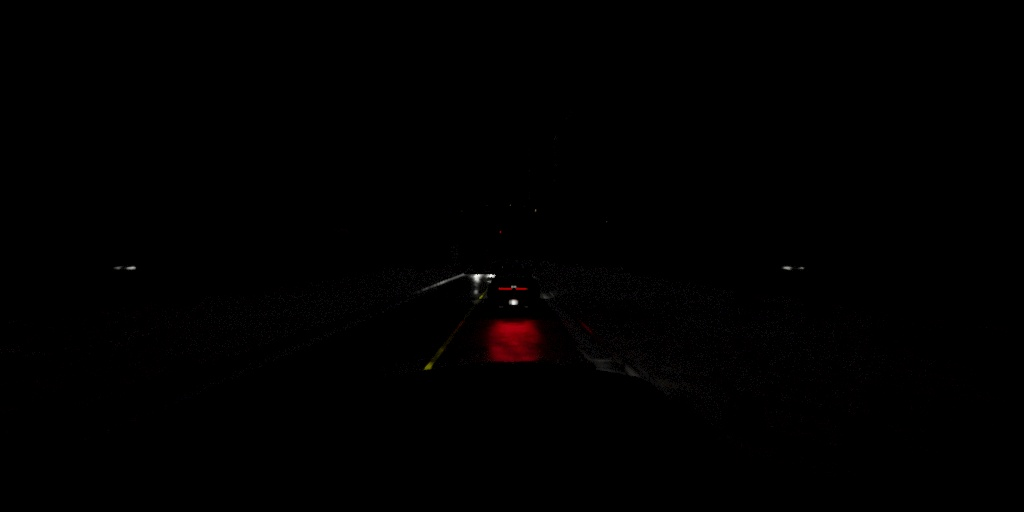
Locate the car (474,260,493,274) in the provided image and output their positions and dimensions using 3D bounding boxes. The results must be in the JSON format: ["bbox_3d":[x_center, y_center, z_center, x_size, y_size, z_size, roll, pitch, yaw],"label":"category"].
[{"bbox_3d":[-3.069,1.243,40.319,1.837,1.490,4.892,0,-1,0],"label":"car"}]

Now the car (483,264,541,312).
[{"bbox_3d":[0.070,1.249,14.100,1.837,1.490,4.892,0,0,0],"label":"car"}]
